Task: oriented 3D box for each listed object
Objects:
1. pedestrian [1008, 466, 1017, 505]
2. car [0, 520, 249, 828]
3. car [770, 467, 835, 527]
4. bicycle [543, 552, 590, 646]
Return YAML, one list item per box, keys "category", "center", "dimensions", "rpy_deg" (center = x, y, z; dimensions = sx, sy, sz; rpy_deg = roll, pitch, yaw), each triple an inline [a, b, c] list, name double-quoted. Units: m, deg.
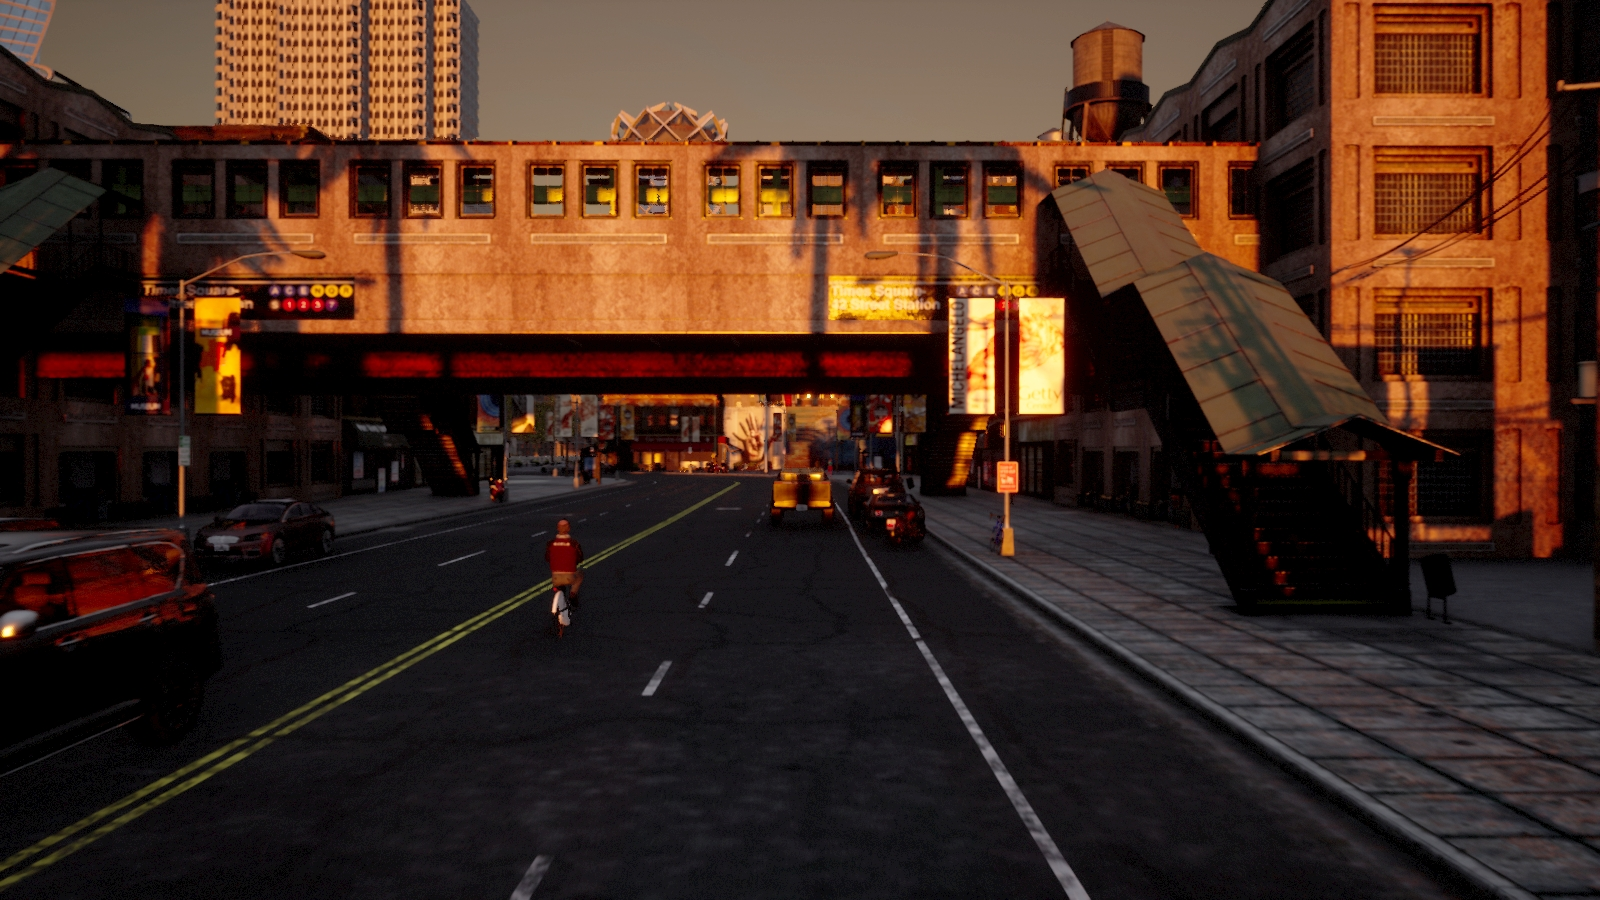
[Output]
- category: "pedestrian"
  center: [10.176, 1.696, 54.698]
  dimensions: [0.375, 1.860, 0.375]
  rpy_deg: [0, 0, 7]
- category: "car"
  center: [-6.998, 1.780, 9.492]
  dimensions: [2.150, 2.045, 5.566]
  rpy_deg: [0, 0, 0]
- category: "car"
  center: [0.100, 1.754, 44.907]
  dimensions: [2.390, 2.098, 6.274]
  rpy_deg: [0, 0, 0]
- category: "bicycle"
  center: [-3.496, 2.210, 17.204]
  dimensions: [0.329, 1.171, 1.835]
  rpy_deg: [0, 0, 0]
